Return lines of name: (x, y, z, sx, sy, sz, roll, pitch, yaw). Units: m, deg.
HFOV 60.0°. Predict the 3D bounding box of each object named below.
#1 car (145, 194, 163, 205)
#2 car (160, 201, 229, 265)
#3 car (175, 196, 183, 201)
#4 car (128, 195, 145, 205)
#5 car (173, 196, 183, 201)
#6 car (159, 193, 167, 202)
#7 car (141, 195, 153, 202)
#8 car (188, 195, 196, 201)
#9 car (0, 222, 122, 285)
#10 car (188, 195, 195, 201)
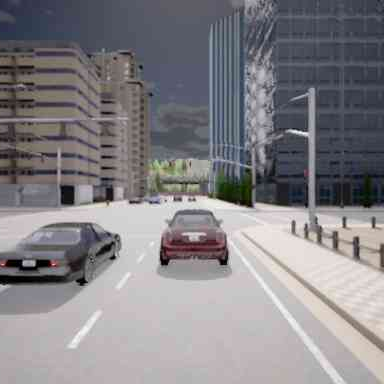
car: (-7.036, 1.590, 62.071, 1.882, 1.535, 5.008, 0, 0, 0)
car: (0.074, 1.375, 11.877, 2.097, 1.767, 4.553, 0, 0, 0)
car: (-3.513, 1.671, 89.533, 2.033, 1.411, 5.357, 0, 0, 0)
car: (-10.528, 1.660, 62.074, 2.033, 1.411, 5.357, 0, 0, 0)
car: (-3.512, 1.615, 79.923, 1.882, 1.535, 5.008, 0, 0, 0)
car: (-7.012, 1.365, 77.595, 2.150, 2.045, 5.566, 0, 0, 0)
car: (-10.512, 1.496, 77.601, 2.097, 1.767, 4.553, 0, 0, 0)
car: (-0.012, 1.694, 81.039, 1.994, 1.385, 4.181, 0, 0, 0)
car: (-3.439, 1.565, 9.566, 2.033, 1.411, 5.357, 0, 0, 0)
car: (-0.013, 1.656, 89.533, 1.812, 1.442, 4.674, 0, 0, 0)
